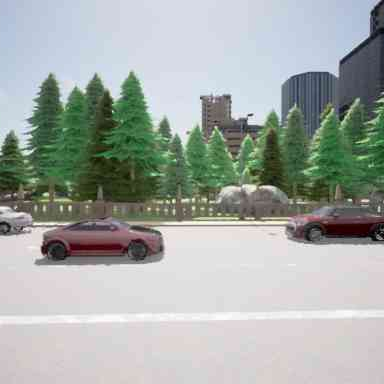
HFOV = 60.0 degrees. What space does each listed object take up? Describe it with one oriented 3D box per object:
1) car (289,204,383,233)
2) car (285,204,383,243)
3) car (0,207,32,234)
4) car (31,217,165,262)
[{"bbox_3d":[8.485,1.526,19.521,4.902,1.511,2.128,0,0,-2],"label":"car"},{"bbox_3d":[6.872,1.387,15.956,4.553,1.767,2.097,0,0,-2],"label":"car"},{"bbox_3d":[-11.485,1.561,18.740,4.674,1.442,1.812,0,0,-2],"label":"car"},{"bbox_3d":[-3.082,1.600,11.868,4.181,1.385,1.994,0,0,-2],"label":"car"}]
